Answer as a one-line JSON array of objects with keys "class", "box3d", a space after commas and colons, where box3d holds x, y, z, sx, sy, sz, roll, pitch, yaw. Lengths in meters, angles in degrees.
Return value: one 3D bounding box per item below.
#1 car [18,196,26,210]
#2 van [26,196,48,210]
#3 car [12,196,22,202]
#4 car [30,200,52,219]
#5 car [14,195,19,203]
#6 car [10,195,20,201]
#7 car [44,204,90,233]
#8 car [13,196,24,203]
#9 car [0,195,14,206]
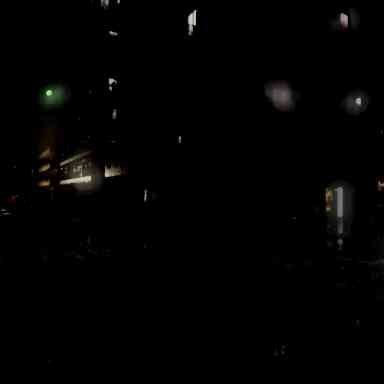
[{"class": "car", "box3d": [-21.404, 1.450, 43.893, 1.967, 1.590, 4.097, 1, 0, -30]}, {"class": "van", "box3d": [-15.790, 1.362, 34.312, 1.690, 1.788, 3.998, 1, 0, -30]}, {"class": "car", "box3d": [-38.242, 1.515, 72.636, 1.887, 1.381, 4.507, 1, 0, -30]}, {"class": "car", "box3d": [-12.987, 1.608, 29.520, 1.802, 1.307, 4.206, 1, 0, -30]}, {"class": "car", "box3d": [-27.018, 1.549, 53.474, 2.008, 1.369, 4.403, 1, 0, -30]}, {"class": "car", "box3d": [-43.855, 1.505, 82.217, 2.008, 1.369, 4.403, 1, 0, -30]}, {"class": "car", "box3d": [-7.375, 1.601, 19.939, 1.947, 1.339, 4.313, 1, 0, -30]}, {"class": "car", "box3d": [-35.436, 1.522, 67.845, 1.887, 1.381, 4.507, 1, 0, -30]}, {"class": "car", "box3d": [-29.707, 1.448, 52.988, 1.882, 1.535, 5.008, 1, 0, -30]}]
